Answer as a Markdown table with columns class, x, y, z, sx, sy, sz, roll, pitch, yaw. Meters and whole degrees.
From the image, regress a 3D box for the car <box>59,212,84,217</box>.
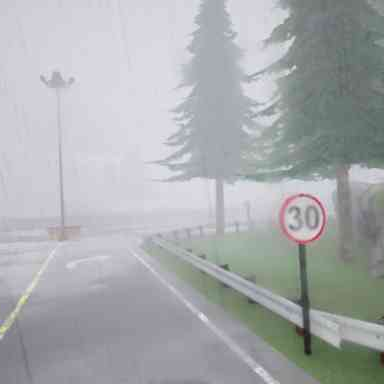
| class | x | y | z | sx | sy | sz | roll | pitch | yaw |
| --- | --- | --- | --- | --- | --- | --- | --- | --- | --- |
| car | -19.865 | 4.031 | 54.616 | 4.181 | 1.385 | 1.994 | -2 | -2 | -18 |

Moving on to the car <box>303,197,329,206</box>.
| class | x | y | z | sx | sy | sz | roll | pitch | yaw |
| --- | --- | --- | --- | --- | --- | --- | --- | --- | --- |
| car | 25.787 | 2.001 | 69.255 | 4.553 | 1.767 | 2.097 | -2 | -2 | -18 |

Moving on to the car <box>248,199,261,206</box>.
| class | x | y | z | sx | sy | sz | roll | pitch | yaw |
| --- | --- | --- | --- | --- | --- | --- | --- | --- | --- |
| car | 12.857 | 2.424 | 61.441 | 4.553 | 1.767 | 2.097 | -2 | -2 | -17 |

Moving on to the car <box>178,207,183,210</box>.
| class | x | y | z | sx | sy | sz | roll | pitch | yaw |
| --- | --- | --- | --- | --- | --- | --- | --- | --- | --- |
| car | -4.189 | 3.277 | 55.994 | 4.674 | 1.442 | 1.812 | -2 | -2 | -18 |

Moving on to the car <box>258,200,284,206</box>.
| class | x | y | z | sx | sy | sz | roll | pitch | yaw |
| --- | --- | --- | --- | --- | --- | --- | --- | --- | --- |
| car | 14.029 | 2.333 | 54.509 | 4.902 | 1.511 | 2.128 | -2 | -2 | -18 |

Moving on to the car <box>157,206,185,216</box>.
| class | x | y | z | sx | sy | sz | roll | pitch | yaw |
| --- | --- | --- | --- | --- | --- | --- | --- | --- | --- |
| car | -3.852 | 3.355 | 59.754 | 4.674 | 1.442 | 1.812 | -2 | -2 | -17 |

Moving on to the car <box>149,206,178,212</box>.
| class | x | y | z | sx | sy | sz | roll | pitch | yaw |
| --- | --- | --- | --- | --- | --- | --- | --- | --- | --- |
| car | -5.059 | 3.108 | 48.375 | 4.892 | 1.490 | 1.837 | -2 | -2 | -18 |

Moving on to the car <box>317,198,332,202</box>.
| class | x | y | z | sx | sy | sz | roll | pitch | yaw |
| --- | --- | --- | --- | --- | --- | --- | --- | --- | --- |
| car | 27.077 | 2.026 | 65.990 | 4.674 | 1.442 | 1.812 | -2 | -2 | -18 |

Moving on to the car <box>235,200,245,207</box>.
| class | x | y | z | sx | sy | sz | roll | pitch | yaw |
| --- | --- | --- | --- | --- | --- | --- | --- | --- | --- |
| car | 11.048 | 2.456 | 64.521 | 5.566 | 2.045 | 2.150 | -2 | -1 | -17 |

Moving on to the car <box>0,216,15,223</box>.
| class | x | y | z | sx | sy | sz | roll | pitch | yaw |
| --- | --- | --- | --- | --- | --- | --- | --- | --- | --- |
| car | -28.268 | 4.215 | 48.238 | 4.892 | 1.490 | 1.837 | -2 | -2 | -18 |
